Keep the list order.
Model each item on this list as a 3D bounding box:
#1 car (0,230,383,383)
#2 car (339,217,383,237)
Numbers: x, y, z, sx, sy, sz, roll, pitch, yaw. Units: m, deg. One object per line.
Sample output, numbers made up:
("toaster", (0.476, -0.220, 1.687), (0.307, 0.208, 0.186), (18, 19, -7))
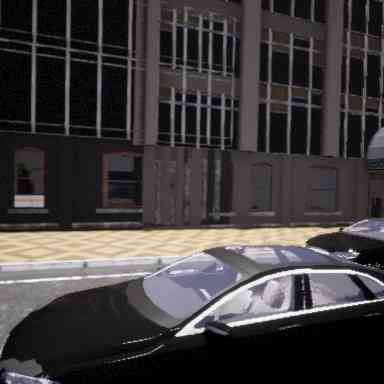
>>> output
("car", (0.583, 1.416, 3.762), (4.902, 1.511, 2.128), (1, 1, -20))
("car", (5.281, 1.456, 8.909), (4.902, 1.511, 2.128), (1, 1, -20))
